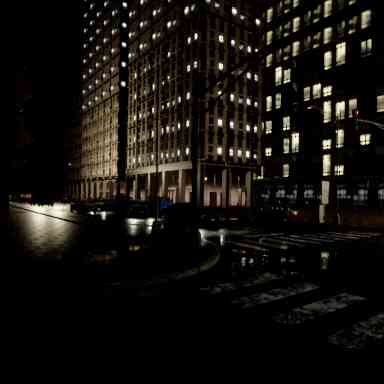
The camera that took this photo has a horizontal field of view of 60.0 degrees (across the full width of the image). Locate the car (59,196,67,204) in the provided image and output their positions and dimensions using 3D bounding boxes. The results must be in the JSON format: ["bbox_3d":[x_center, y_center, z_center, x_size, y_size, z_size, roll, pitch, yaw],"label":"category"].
[{"bbox_3d":[-22.119,1.464,58.965,1.837,1.490,4.892,1,-1,-35],"label":"car"}]

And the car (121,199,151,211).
[{"bbox_3d":[-7.218,1.584,42.397,2.008,1.369,4.403,1,-1,-35],"label":"car"}]

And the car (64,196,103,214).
[{"bbox_3d":[-10.795,1.427,32.947,2.008,1.369,4.403,1,-1,-35],"label":"car"}]

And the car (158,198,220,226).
[{"bbox_3d":[-0.170,1.425,22.413,1.882,1.535,5.008,1,-1,-36],"label":"car"}]

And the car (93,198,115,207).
[{"bbox_3d":[-13.744,1.587,51.619,1.947,1.339,4.313,1,-1,-35],"label":"car"}]

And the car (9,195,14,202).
[{"bbox_3d":[-36.897,1.397,69.834,1.947,1.339,4.313,1,-1,-35],"label":"car"}]

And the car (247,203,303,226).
[{"bbox_3d":[5.836,1.505,23.955,1.967,1.590,4.097,1,-1,-35],"label":"car"}]

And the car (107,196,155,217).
[{"bbox_3d":[-5.618,1.412,30.116,1.882,1.535,5.008,1,-1,-35],"label":"car"}]

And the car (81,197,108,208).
[{"bbox_3d":[-14.055,1.520,47.589,2.033,1.411,5.357,1,-1,-36],"label":"car"}]

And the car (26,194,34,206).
[{"bbox_3d":[-23.846,1.432,51.390,1.802,1.307,4.206,1,-1,-35],"label":"car"}]

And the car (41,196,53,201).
[{"bbox_3d":[-36.584,1.571,83.895,1.802,1.307,4.206,1,-1,-35],"label":"car"}]

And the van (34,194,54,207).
[{"bbox_3d":[-20.579,1.197,46.782,1.690,1.788,3.998,1,-1,-35],"label":"van"}]

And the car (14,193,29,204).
[{"bbox_3d":[-30.368,1.155,60.615,2.192,1.841,5.009,1,-1,-35],"label":"car"}]

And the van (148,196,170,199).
[{"bbox_3d":[-3.951,1.382,37.789,1.690,1.788,3.998,1,-1,-35],"label":"van"}]

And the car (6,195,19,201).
[{"bbox_3d":[-40.159,1.378,74.445,2.008,1.369,4.403,1,-1,-35],"label":"car"}]

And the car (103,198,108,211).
[{"bbox_3d":[-11.764,1.468,38.821,2.033,1.411,5.357,1,-1,-35],"label":"car"}]
